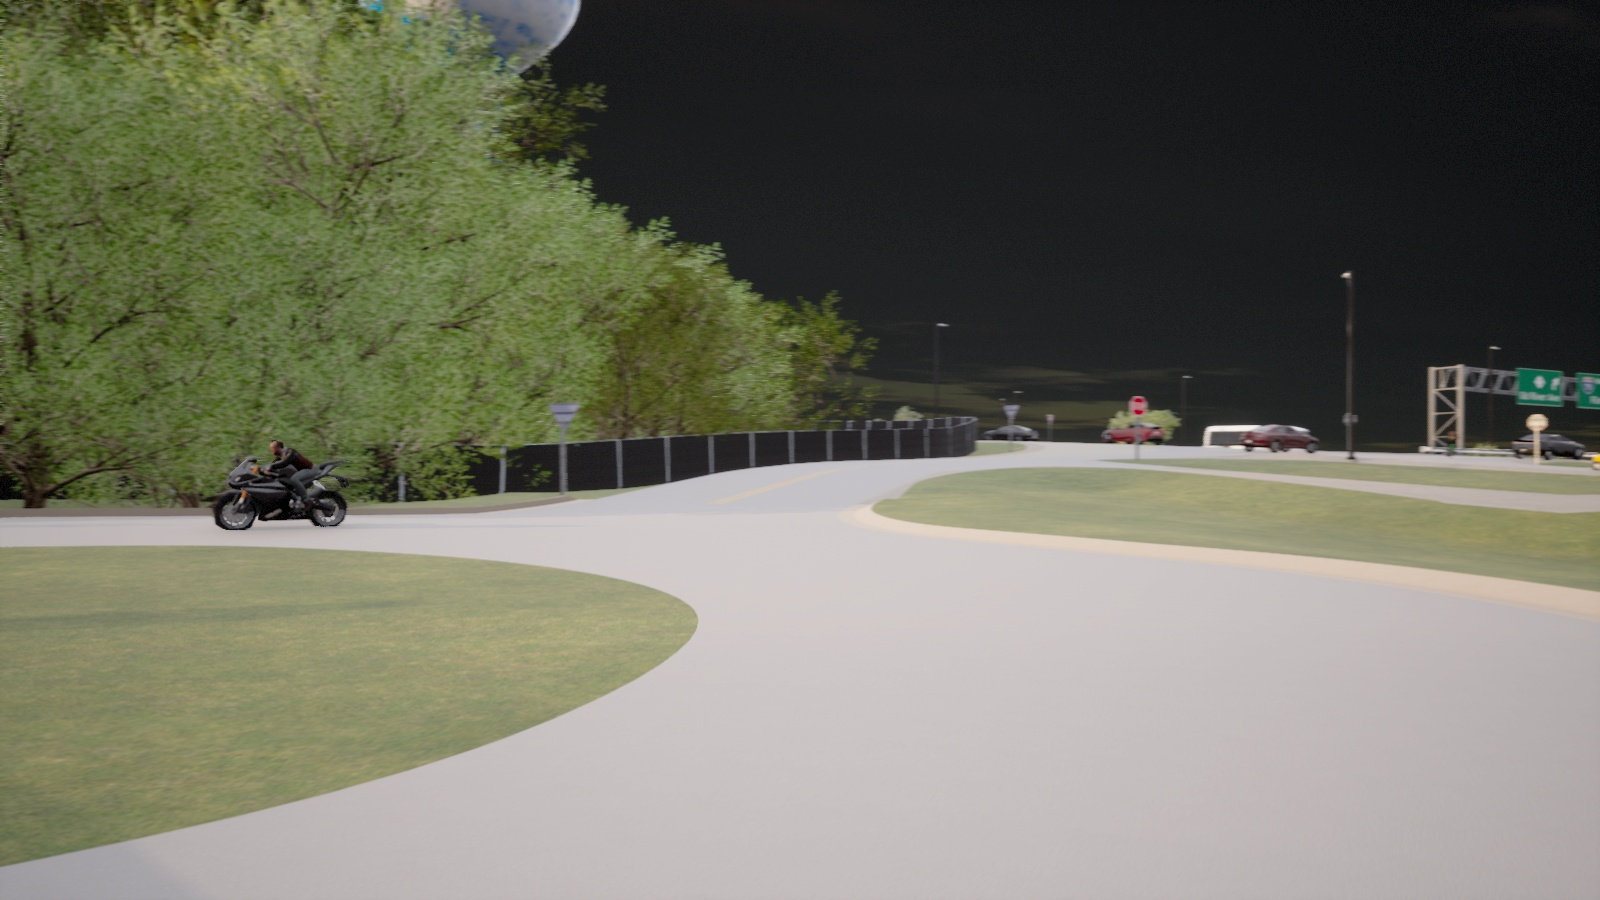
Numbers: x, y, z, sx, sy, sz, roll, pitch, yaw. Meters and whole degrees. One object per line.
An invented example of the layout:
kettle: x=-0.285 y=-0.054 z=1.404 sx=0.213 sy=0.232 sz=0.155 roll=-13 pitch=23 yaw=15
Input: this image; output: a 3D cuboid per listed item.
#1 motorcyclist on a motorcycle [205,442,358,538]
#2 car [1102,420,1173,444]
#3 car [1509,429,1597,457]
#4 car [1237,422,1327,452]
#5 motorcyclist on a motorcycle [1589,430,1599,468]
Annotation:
motorcyclist on a motorcycle: x=-8.663 y=0.647 z=21.047 sx=2.191 sy=1.530 sz=0.866 roll=0 pitch=-1 yaw=-45
car: x=22.456 y=-1.221 z=83.757 sx=2.007 sy=1.525 sz=4.514 roll=1 pitch=1 yaw=-26
car: x=43.235 y=-0.376 z=72.091 sx=4.902 sy=1.511 sz=2.128 roll=0 pitch=2 yaw=-28
car: x=24.940 y=-0.669 z=64.958 sx=4.674 sy=1.442 sz=1.812 roll=0 pitch=2 yaw=-30
motorcyclist on a motorcycle: x=34.385 y=0.004 z=52.777 sx=0.866 sy=1.590 sz=1.817 roll=1 pitch=2 yaw=-25
